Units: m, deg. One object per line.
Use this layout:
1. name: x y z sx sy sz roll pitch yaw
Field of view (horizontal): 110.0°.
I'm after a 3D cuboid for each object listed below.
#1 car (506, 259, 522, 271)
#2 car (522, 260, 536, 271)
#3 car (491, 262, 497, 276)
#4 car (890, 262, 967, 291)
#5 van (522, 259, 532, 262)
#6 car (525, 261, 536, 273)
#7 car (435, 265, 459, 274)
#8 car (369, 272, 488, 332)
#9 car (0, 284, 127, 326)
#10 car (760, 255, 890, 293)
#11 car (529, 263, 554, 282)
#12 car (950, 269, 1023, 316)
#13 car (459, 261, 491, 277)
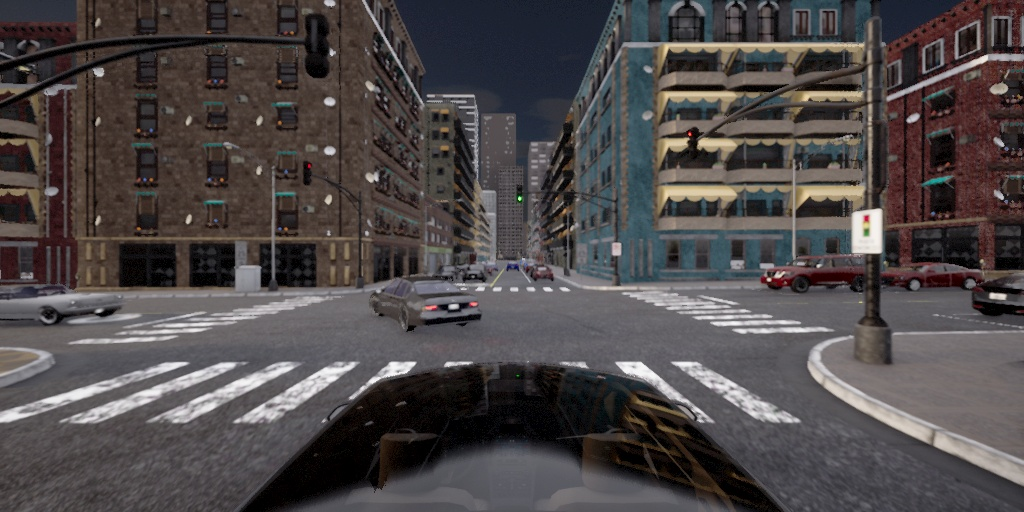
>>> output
1. car: 0.128 1.564 57.070 1.882 1.535 5.008 0 -1 0
2. car: 2.712 1.573 47.937 1.888 1.381 4.507 0 0 0
3. car: -3.070 1.583 40.746 1.895 1.301 4.718 0 0 0
4. car: 21.351 1.028 18.560 4.507 1.381 1.888 0 0 0
5. van: 2.715 1.404 53.460 1.690 1.789 3.998 0 0 0
6. car: 2.707 1.524 36.890 1.948 1.339 4.313 0 0 0
7. car: -5.678 1.490 31.383 1.948 1.339 4.313 0 0 0
8. car: -2.931 1.352 11.218 2.033 1.411 5.357 0 0 -35
9. car: -16.673 1.646 12.534 4.718 1.301 1.895 -1 0 -1
10. car: 15.780 0.878 18.522 5.009 1.841 2.192 0 0 0
11. car: 2.704 1.506 31.367 1.802 1.307 4.207 0 0 0
12. car: 15.797 1.146 10.142 4.313 1.339 1.948 0 0 0
13. car: -3.076 1.425 30.730 1.837 1.490 4.892 0 0 0
